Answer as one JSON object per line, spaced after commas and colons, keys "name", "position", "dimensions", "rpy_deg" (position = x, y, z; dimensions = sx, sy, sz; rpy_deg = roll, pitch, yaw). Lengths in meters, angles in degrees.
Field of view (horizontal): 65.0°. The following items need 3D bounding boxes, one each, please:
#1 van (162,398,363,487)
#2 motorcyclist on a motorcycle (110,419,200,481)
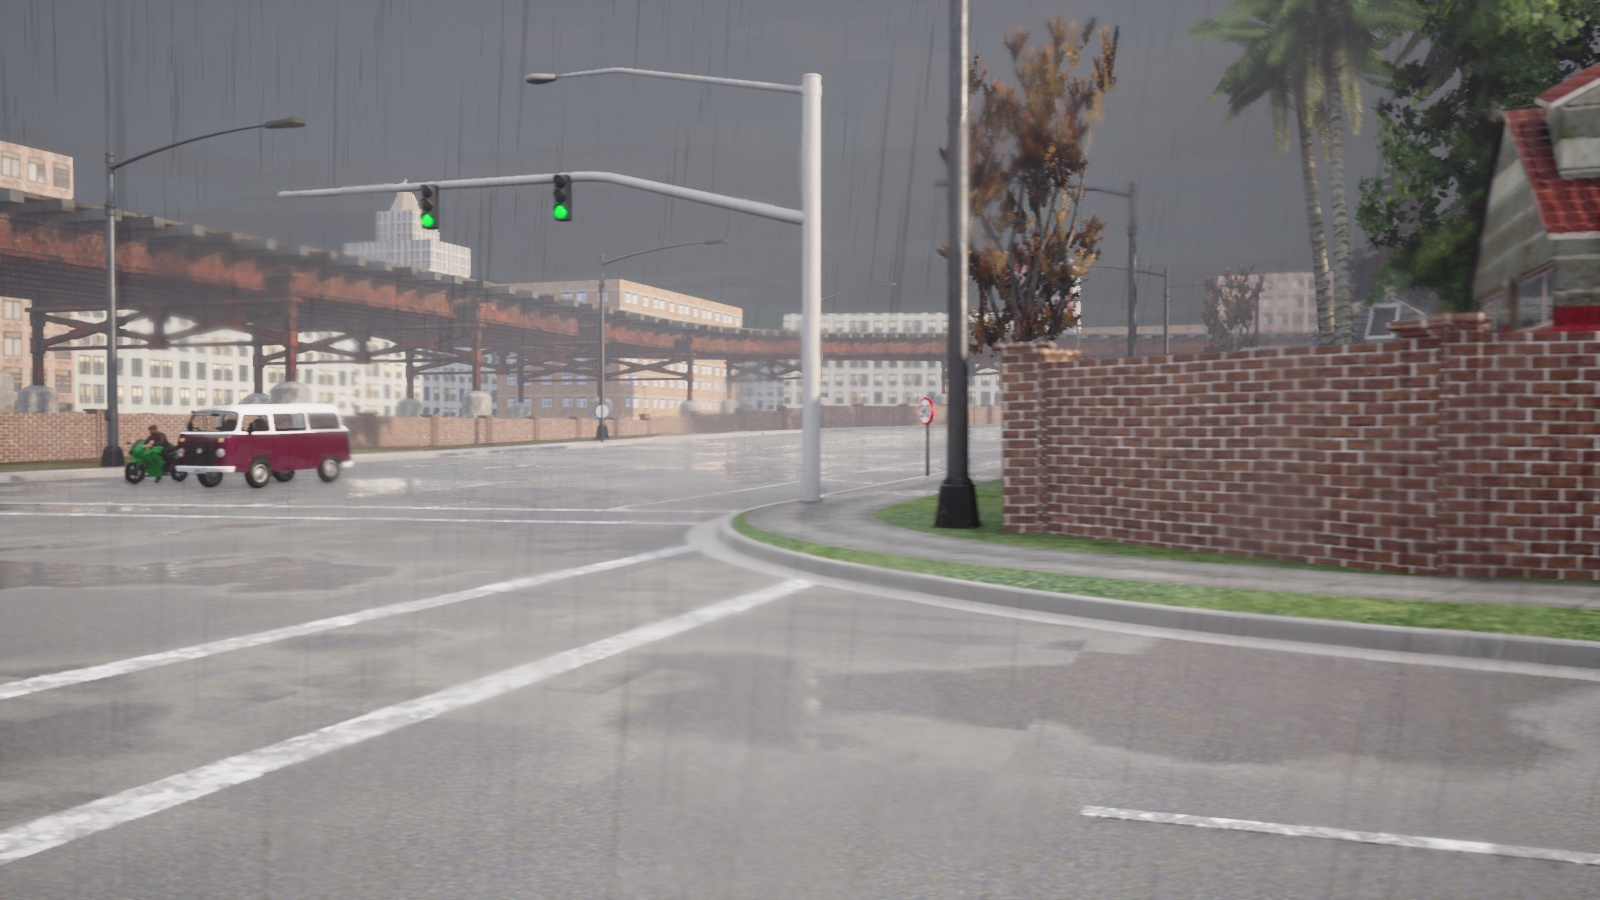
{"name": "van", "position": [-13.308, -0.246, 31.418], "dimensions": [2.069, 2.038, 4.480], "rpy_deg": [1, 2, 20]}
{"name": "motorcyclist on a motorcycle", "position": [-16.652, -0.026, 32.475], "dimensions": [0.797, 1.523, 2.044], "rpy_deg": [1, 2, 20]}
